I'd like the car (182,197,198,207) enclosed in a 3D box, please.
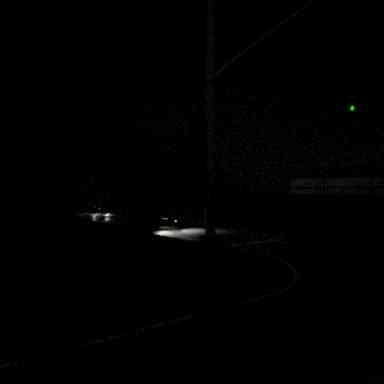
[{"bbox_3d":[0.657,1.431,50.394,4.718,1.301,1.895,0,0,-39],"label":"car"}]

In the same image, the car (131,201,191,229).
[{"bbox_3d":[-2.404,1.515,22.185,1.837,1.490,4.892,0,0,-36],"label":"car"}]

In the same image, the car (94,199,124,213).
[{"bbox_3d":[-9.158,1.519,37.290,1.837,1.490,4.892,-2,0,14],"label":"car"}]
